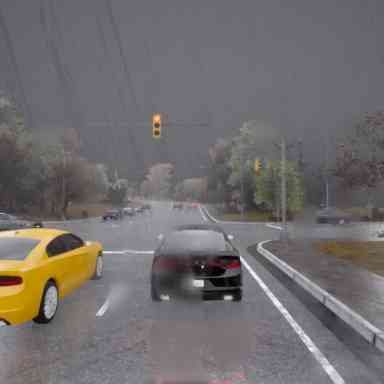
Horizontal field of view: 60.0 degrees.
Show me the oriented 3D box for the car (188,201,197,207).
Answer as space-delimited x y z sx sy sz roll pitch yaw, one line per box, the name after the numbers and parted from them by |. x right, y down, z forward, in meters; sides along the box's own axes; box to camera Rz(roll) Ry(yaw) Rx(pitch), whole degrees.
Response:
0.084 3.162 86.333 2.033 1.411 5.357 0 0 -3 | car

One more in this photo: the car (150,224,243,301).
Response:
0.102 1.566 8.544 1.882 1.535 5.008 0 -1 0 | car

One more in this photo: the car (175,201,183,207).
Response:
-3.432 3.167 86.756 1.994 1.385 4.181 0 0 -3 | car

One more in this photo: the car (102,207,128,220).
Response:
-10.515 3.002 44.766 2.033 1.411 5.357 0 -2 1 | car

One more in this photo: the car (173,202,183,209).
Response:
-3.336 3.184 76.688 1.837 1.490 4.892 0 0 0 | car

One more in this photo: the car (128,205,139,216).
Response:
-10.467 3.212 54.636 1.812 1.442 4.674 0 -1 0 | car

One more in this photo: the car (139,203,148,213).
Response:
-10.402 3.247 64.741 2.128 1.511 4.902 0 0 1 | car

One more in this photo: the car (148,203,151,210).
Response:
-10.339 3.231 75.322 2.033 1.411 5.357 0 0 0 | car

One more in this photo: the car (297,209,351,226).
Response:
12.463 2.439 31.572 4.892 1.490 1.837 0 -2 0 | car

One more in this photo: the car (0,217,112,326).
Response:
-3.405 1.543 7.302 1.882 1.535 5.008 0 -1 0 | car

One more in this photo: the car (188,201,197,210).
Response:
0.165 3.043 76.175 2.097 1.767 4.553 0 0 0 | car

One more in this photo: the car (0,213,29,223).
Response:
-11.941 2.074 21.721 4.181 1.385 1.994 0 -2 7 | car
